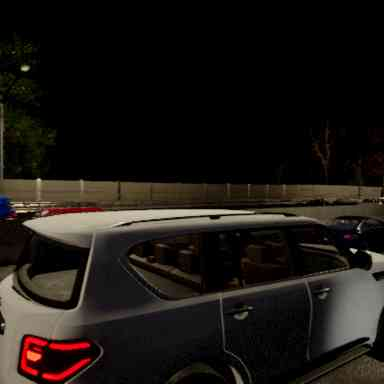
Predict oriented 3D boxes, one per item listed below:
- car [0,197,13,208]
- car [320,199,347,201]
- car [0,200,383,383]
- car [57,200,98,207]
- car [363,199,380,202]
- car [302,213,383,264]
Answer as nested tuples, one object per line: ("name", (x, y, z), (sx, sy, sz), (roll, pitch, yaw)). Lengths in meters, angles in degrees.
("car", (-10.325, 1.221, 13.825), (5.566, 2.045, 2.150), (0, 0, -35))
("car", (19.206, 1.720, 43.458), (4.718, 1.301, 1.895), (0, 0, -35))
("car", (0.645, 1.228, 4.207), (5.566, 2.045, 2.150), (0, 0, -35))
("car", (-8.644, 1.368, 23.632), (4.553, 1.767, 2.097), (0, 0, -37))
("car", (21.957, 1.648, 41.118), (4.674, 1.442, 1.812), (0, 0, -35))
("car", (6.279, 1.594, 12.521), (4.181, 1.385, 1.994), (0, 0, -35))
